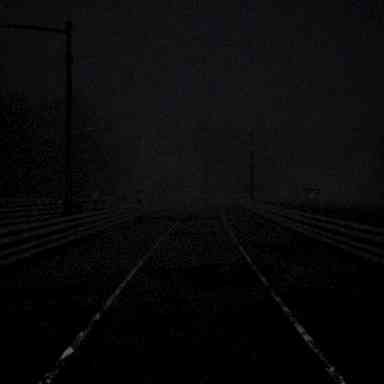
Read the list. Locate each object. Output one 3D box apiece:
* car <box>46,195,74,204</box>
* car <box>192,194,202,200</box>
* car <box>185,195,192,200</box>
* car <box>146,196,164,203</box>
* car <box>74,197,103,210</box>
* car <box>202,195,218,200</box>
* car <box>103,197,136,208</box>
[{"bbox_3d":[-14.828,1.148,38.746,2.097,1.767,4.553,0,0,12],"label":"car"},{"bbox_3d":[2.322,1.397,91.562,1.882,1.535,5.008,0,0,16],"label":"car"},{"bbox_3d":[-0.589,1.466,94.049,2.033,1.411,5.357,0,0,17],"label":"car"},{"bbox_3d":[-6.511,1.407,58.924,1.994,1.385,4.181,0,0,14],"label":"car"},{"bbox_3d":[-11.297,1.322,38.469,1.812,1.442,4.674,0,0,12],"label":"car"},{"bbox_3d":[4.688,1.460,87.186,1.994,1.385,4.181,0,0,16],"label":"car"},{"bbox_3d":[-7.790,1.287,38.151,2.128,1.511,4.902,0,0,13],"label":"car"}]
